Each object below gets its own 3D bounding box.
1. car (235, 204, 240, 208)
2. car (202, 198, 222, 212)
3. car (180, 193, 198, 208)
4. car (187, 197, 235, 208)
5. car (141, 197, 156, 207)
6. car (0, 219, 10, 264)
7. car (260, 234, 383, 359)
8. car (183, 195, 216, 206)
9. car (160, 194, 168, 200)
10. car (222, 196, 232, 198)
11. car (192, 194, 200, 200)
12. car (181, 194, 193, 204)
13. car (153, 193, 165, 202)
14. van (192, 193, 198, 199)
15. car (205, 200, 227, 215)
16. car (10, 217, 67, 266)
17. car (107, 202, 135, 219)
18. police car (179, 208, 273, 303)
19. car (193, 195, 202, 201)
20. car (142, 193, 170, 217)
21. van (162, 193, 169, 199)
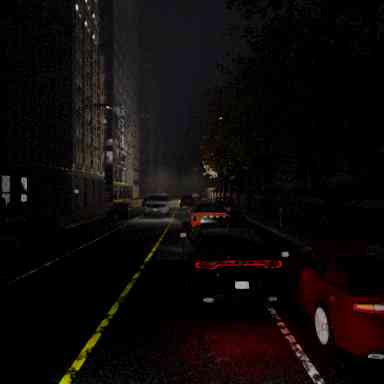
[{"bbox_3d":[2.653,1.561,22.713,1.802,1.307,4.206,0,0,-1],"label":"car"},{"bbox_3d":[2.263,1.486,39.395,2.008,1.369,4.403,0,0,-1],"label":"car"},{"bbox_3d":[-0.591,1.267,46.358,2.097,1.767,4.553,0,0,-1],"label":"car"},{"bbox_3d":[0.908,1.337,18.328,2.097,1.767,4.553,0,0,0],"label":"car"},{"bbox_3d":[-6.544,1.484,50.561,1.802,1.307,4.206,0,0,-1],"label":"car"},{"bbox_3d":[-5.823,1.314,6.012,2.192,1.841,5.009,0,0,0],"label":"car"},{"bbox_3d":[2.702,1.544,6.056,1.887,1.381,4.507,0,0,0],"label":"car"},{"bbox_3d":[0.700,1.327,24.378,2.097,1.767,4.553,0,0,1],"label":"car"},{"bbox_3d":[-7.515,1.332,89.470,2.008,1.369,4.403,0,0,-1],"label":"car"},{"bbox_3d":[2.542,1.282,28.279,2.192,1.841,5.009,0,0,-1],"label":"car"},{"bbox_3d":[1.015,1.223,89.418,1.967,1.590,4.097,0,0,-1],"label":"car"},{"bbox_3d":[-0.937,1.228,59.585,2.097,1.767,4.553,0,0,-1],"label":"car"},{"bbox_3d":[-7.098,1.151,72.793,2.192,1.841,5.009,0,0,-1],"label":"car"},{"bbox_3d":[0.877,1.103,94.976,1.690,1.788,3.998,0,0,-1],"label":"van"},{"bbox_3d":[2.402,1.534,33.838,1.802,1.307,4.206,0,0,-1],"label":"car"},{"bbox_3d":[-5.816,1.560,11.574,1.947,1.339,4.313,0,0,0],"label":"car"},{"bbox_3d":[-5.989,1.531,28.320,1.947,1.339,4.313,0,0,-1],"label":"car"},{"bbox_3d":[0.741,1.423,8.401,1.930,1.638,5.238,0,0,-3],"label":"police car"},{"bbox_3d":[1.291,1.371,78.302,2.008,1.369,4.403,0,0,-1],"label":"car"},{"bbox_3d":[-3.233,1.179,31.270,2.150,2.045,5.566,0,0,-1],"label":"car"},{"bbox_3d":[-7.652,1.101,95.028,1.690,1.788,3.998,0,0,-1],"label":"van"}]
